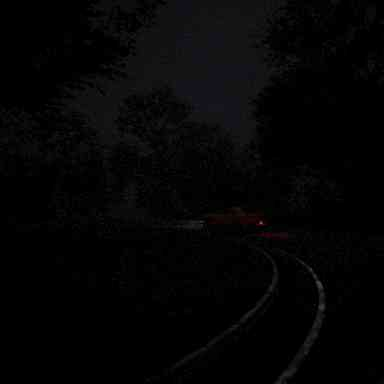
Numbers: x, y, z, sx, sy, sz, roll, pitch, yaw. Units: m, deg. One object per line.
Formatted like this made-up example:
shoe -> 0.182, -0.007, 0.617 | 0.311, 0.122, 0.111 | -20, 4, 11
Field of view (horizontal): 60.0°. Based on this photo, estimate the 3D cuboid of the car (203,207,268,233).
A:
car -> 2.727, 1.750, 22.084 | 1.882, 1.535, 5.008 | 1, -1, -35
